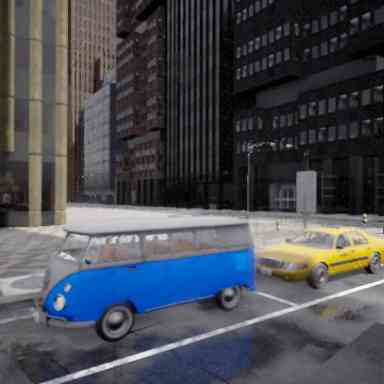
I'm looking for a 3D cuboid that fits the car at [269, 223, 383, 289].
[{"bbox_3d":[3.744,1.591,9.326,4.829,1.417,1.752,1,-1,-36],"label":"car"}]

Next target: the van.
[{"bbox_3d":[-0.614,1.364,6.219,3.998,1.788,1.690,1,-1,-36],"label":"van"}]
